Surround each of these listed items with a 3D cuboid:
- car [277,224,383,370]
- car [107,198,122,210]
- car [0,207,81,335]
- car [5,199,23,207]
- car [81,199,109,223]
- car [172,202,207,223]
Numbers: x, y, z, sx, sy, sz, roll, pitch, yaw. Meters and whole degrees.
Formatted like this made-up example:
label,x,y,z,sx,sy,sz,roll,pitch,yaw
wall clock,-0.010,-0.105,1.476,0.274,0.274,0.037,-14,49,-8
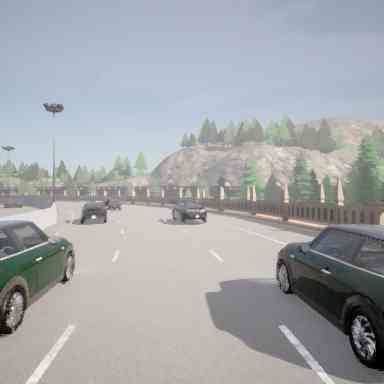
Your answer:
label,x,y,z,sx,sy,sz,roll,pitch,yaw
car,3.118,1.350,5.940,2.097,1.767,4.553,0,0,-4
car,-10.350,1.560,42.526,2.128,1.511,4.902,0,0,-25
car,-3.968,1.355,6.809,2.097,1.767,4.553,0,0,-5
car,-25.750,1.718,48.081,1.994,1.385,4.181,0,0,-34
car,-7.696,1.539,26.134,1.837,1.490,4.892,0,0,-16
car,-0.274,1.505,25.593,2.128,1.511,4.902,0,0,-15
